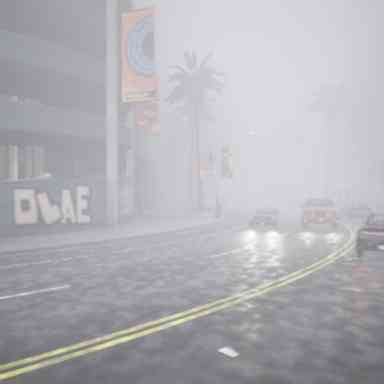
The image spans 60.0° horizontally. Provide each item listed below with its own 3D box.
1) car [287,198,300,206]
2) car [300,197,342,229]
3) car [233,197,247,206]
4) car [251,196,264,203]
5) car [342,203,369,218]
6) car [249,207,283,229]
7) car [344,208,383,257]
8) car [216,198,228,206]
[{"bbox_3d":[19.641,1.895,63.263,2.231,1.521,4.892,0,0,-3],"label":"car"},{"bbox_3d":[8.826,1.368,23.134,2.150,2.045,5.566,0,0,19],"label":"car"},{"bbox_3d":[9.391,1.839,65.447,2.097,1.767,4.553,0,-1,-3],"label":"car"},{"bbox_3d":[17.879,2.007,92.585,2.185,1.767,4.553,0,0,-3],"label":"car"},{"bbox_3d":[13.881,1.657,28.481,2.128,1.511,4.902,0,0,11],"label":"car"},{"bbox_3d":[5.278,1.765,23.480,1.895,1.301,4.718,0,0,20],"label":"car"},{"bbox_3d":[7.463,1.560,12.528,2.128,1.511,4.902,0,0,35],"label":"car"},{"bbox_3d":[5.900,1.996,65.154,1.837,1.490,4.892,0,0,-3],"label":"car"}]
